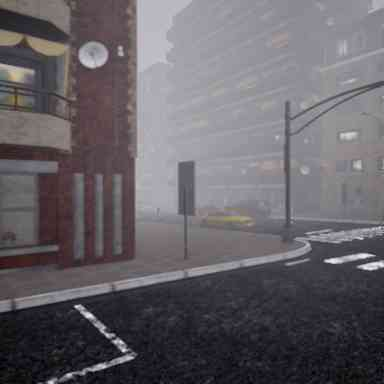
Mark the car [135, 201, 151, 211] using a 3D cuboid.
[{"bbox_3d":[-8.467,2.204,52.486,1.801,1.575,5.366,0,-1,-36],"label":"car"}]

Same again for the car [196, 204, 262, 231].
[{"bbox_3d":[2.237,1.780,22.924,1.752,1.417,4.829,-2,0,-36],"label":"car"}]

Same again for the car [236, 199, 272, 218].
[{"bbox_3d":[5.475,1.633,32.615,2.192,1.841,5.009,-2,0,-36],"label":"car"}]
